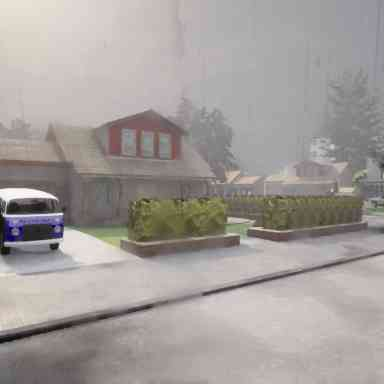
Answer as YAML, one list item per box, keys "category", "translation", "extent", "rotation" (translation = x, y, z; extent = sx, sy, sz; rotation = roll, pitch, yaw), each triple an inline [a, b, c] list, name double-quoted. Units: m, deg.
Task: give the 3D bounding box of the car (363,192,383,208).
- category: "car"
  translation: [23.066, 0.986, 40.726]
  extent: [3.866, 1.878, 1.905]
  rotation: [0, 0, -1]
